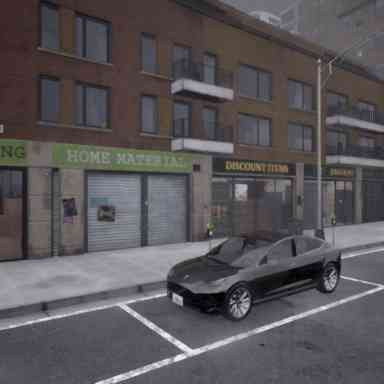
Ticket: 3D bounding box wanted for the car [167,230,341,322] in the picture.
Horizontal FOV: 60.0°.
[{"bbox_3d":[1.517,1.566,7.257,4.313,1.339,1.947,0,0,-35],"label":"car"}]
